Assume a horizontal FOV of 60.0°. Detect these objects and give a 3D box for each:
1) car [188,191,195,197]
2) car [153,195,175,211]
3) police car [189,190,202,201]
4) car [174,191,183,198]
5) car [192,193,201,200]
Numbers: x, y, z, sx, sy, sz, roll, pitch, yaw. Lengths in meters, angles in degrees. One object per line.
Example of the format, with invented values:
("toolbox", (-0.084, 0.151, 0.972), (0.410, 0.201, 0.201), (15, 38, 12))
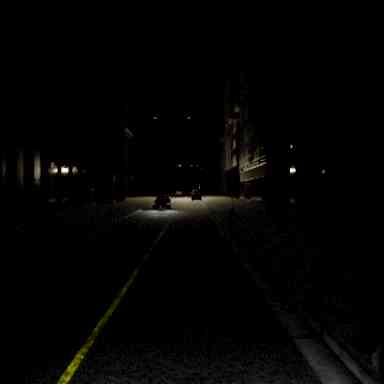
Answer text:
("car", (-0.076, 0.483, 94.964), (2.097, 1.767, 4.553), (0, 0, 0))
("car", (-3.123, 1.170, 35.787), (1.812, 1.442, 4.674), (0, 0, 0))
("police car", (0.851, 0.838, 60.674), (1.930, 1.638, 5.238), (0, 1, 0))
("car", (-3.062, 0.603, 77.188), (2.128, 1.511, 4.902), (0, 0, 0))
("car", (0.843, 0.853, 70.565), (1.812, 1.442, 4.674), (0, 0, 0))
